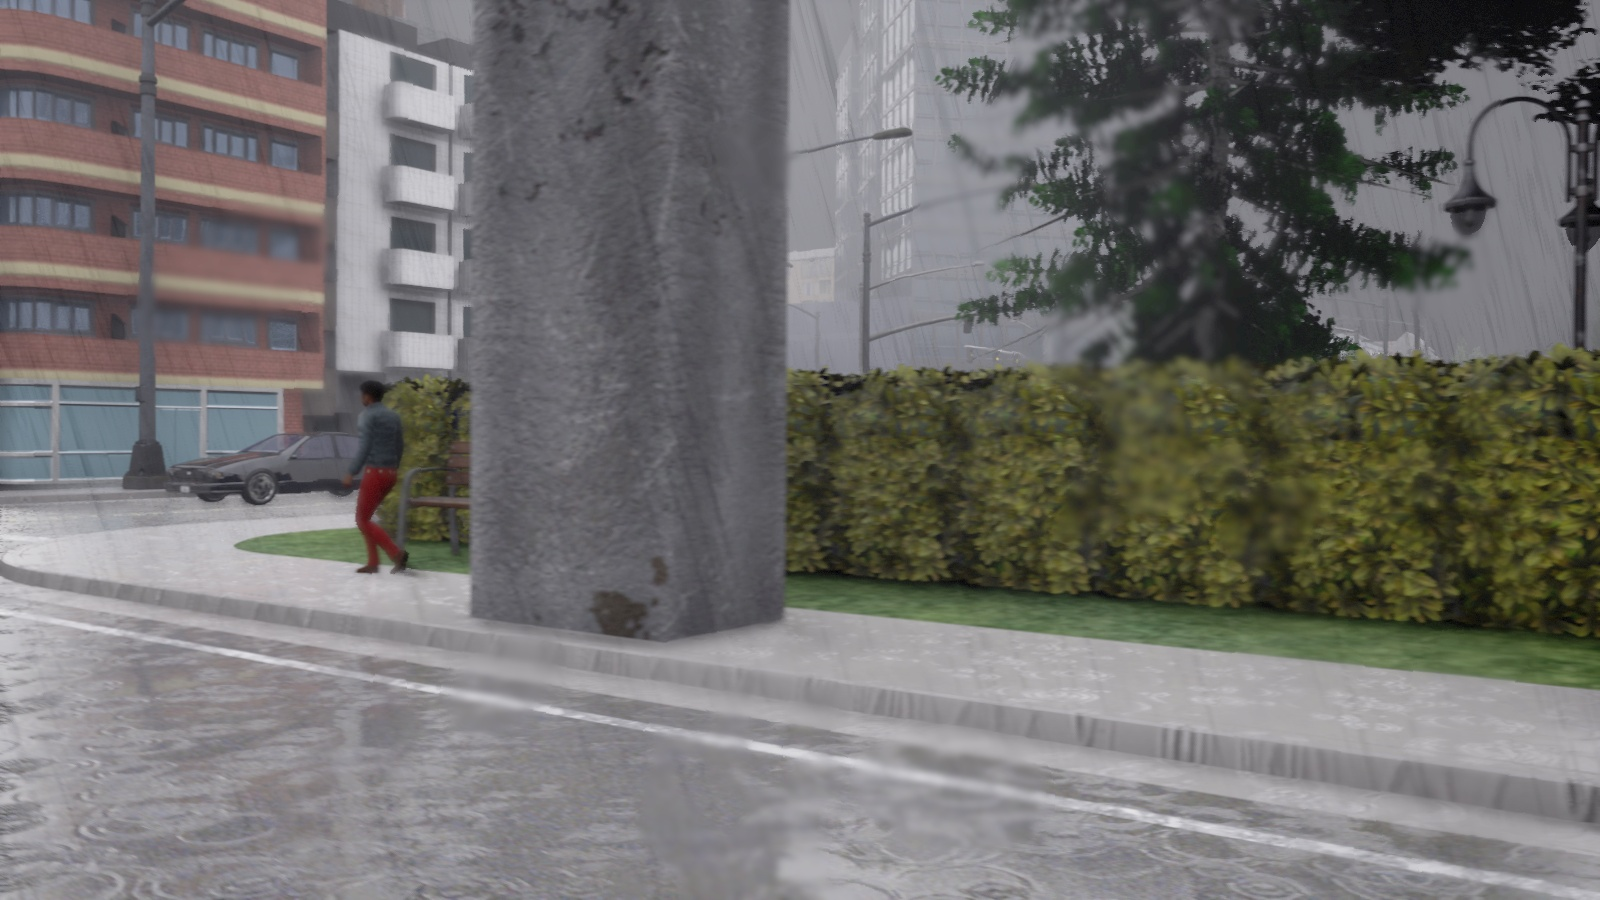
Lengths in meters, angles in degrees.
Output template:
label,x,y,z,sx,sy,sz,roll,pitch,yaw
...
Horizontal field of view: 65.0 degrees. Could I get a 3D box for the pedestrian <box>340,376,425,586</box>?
label,x,y,z,sx,sy,sz,roll,pitch,yaw
pedestrian,-3.755,0.273,11.300,0.614,1.847,0.353,0,1,18

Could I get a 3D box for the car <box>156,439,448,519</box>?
label,x,y,z,sx,sy,sz,roll,pitch,yaw
car,-10.046,0.517,25.823,2.033,1.411,5.357,0,1,34
